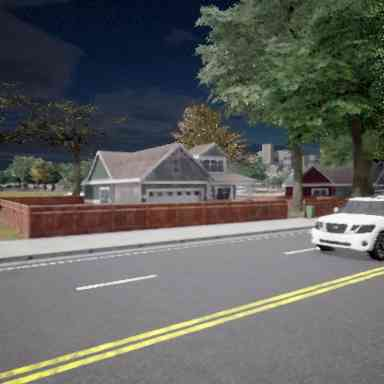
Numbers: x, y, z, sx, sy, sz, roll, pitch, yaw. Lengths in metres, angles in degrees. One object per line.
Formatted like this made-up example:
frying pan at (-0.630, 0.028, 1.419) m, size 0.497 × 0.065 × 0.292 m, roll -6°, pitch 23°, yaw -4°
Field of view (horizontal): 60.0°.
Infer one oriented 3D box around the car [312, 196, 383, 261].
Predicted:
car at (6.922, 1.182, 12.519) m, size 5.566 × 2.045 × 2.150 m, roll 0°, pitch 0°, yaw -35°
